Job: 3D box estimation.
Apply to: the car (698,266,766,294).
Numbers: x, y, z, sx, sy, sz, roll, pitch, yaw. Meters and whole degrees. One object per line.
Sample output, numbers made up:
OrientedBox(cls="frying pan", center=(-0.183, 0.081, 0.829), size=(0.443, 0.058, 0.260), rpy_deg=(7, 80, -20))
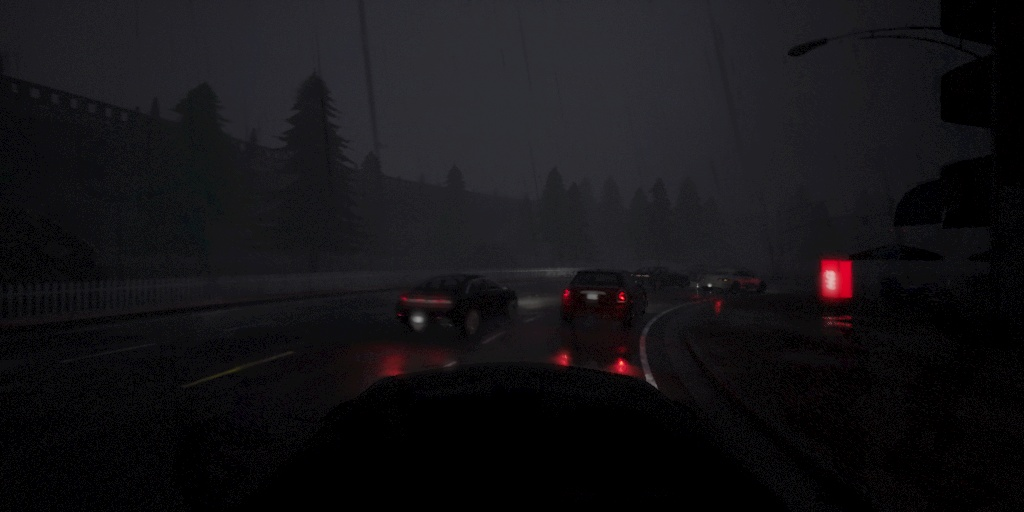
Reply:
OrientedBox(cls="car", center=(13.642, 1.520, 22.123), size=(4.674, 1.442, 1.812), rpy_deg=(1, -1, -28))

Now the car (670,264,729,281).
OrientedBox(cls="car", center=(18.216, 1.605, 34.968), size=(4.902, 1.511, 2.128), rpy_deg=(1, 0, -14))

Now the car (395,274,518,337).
OrientedBox(cls="car", center=(-1.322, 1.285, 10.577), size=(2.128, 1.511, 4.902), rpy_deg=(0, 0, 21))

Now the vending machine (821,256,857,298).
OrientedBox(cls="vending machine", center=(16.730, 1.194, 18.489), size=(0.880, 2.100, 1.100), rpy_deg=(0, 0, -23))

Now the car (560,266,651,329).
OrientedBox(cls="car", center=(3.234, 1.194, 12.078), size=(2.097, 1.767, 4.553), rpy_deg=(0, 0, 26))

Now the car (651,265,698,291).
OrientedBox(cls="car", center=(9.869, 1.464, 23.923), size=(4.902, 1.511, 2.128), rpy_deg=(1, -1, -33))
